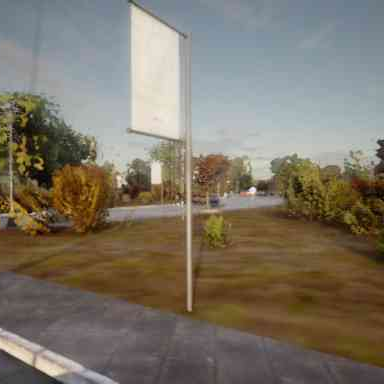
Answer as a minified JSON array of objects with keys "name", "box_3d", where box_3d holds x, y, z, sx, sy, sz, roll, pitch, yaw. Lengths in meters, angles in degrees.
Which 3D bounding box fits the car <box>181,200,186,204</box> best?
[{"name":"car","box_3d":[0.159,1.633,58.478,1.895,1.301,4.718,-1,1,37]}]

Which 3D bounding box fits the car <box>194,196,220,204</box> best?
[{"name":"car","box_3d":[2.835,1.518,56.225,1.837,1.490,4.892,-1,0,37]}]

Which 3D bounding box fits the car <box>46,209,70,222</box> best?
[{"name":"car","box_3d":[-10.275,1.767,28.519,1.994,1.385,4.181,-1,0,39]}]
